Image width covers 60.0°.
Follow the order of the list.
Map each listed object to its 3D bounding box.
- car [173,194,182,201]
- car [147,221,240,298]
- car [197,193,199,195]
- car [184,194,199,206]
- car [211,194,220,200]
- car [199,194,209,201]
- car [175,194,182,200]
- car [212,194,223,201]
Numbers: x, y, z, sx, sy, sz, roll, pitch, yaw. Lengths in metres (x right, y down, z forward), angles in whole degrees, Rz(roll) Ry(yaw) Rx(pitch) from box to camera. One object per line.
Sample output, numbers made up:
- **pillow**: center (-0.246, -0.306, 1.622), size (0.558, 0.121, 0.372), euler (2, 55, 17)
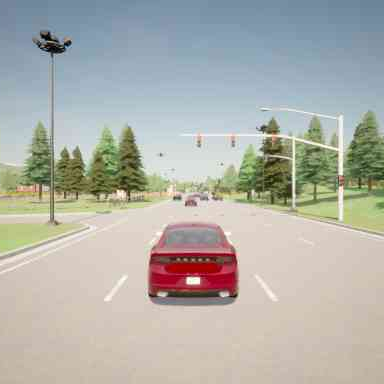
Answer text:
- **car**: center (-3.768, 1.469, 83.790), size (1.882, 1.535, 5.008), euler (0, 0, 0)
- **car**: center (0.036, 1.478, 8.586), size (1.882, 1.535, 5.008), euler (0, 0, 0)
- **car**: center (3.198, 1.357, 94.232), size (2.128, 1.511, 4.902), euler (0, 0, 0)
- **car**: center (-0.170, 1.525, 53.188), size (1.812, 1.442, 4.674), euler (0, 0, 0)
- **car**: center (6.698, 1.372, 94.244), size (2.033, 1.411, 5.357), euler (0, 0, 0)
- **car**: center (3.230, 1.516, 84.229), size (1.812, 1.442, 4.674), euler (0, 0, 0)
- **car**: center (-3.802, 1.310, 94.210), size (1.882, 1.535, 5.008), euler (0, 0, 0)
- **car**: center (6.732, 1.516, 83.824), size (2.128, 1.511, 4.902), euler (0, 0, 0)
